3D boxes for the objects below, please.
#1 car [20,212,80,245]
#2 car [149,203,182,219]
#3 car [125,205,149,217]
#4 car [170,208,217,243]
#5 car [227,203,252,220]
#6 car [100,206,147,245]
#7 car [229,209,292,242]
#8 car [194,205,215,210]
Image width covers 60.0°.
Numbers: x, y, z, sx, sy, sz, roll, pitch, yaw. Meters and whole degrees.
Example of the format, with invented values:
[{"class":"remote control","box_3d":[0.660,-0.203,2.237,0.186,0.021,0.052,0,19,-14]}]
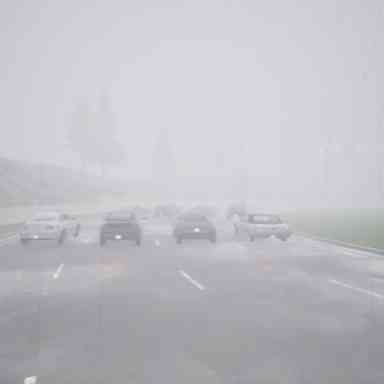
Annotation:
[{"class":"car","box_3d":[-6.927,1.697,16.529,1.812,1.442,4.674,0,0,-6]},{"class":"car","box_3d":[-2.276,1.867,33.515,1.837,1.490,4.892,0,0,16]},{"class":"car","box_3d":[-5.819,1.962,34.004,1.895,1.301,4.718,0,-1,15]},{"class":"car","box_3d":[0.058,1.754,17.394,1.994,1.385,4.181,0,-1,-5]},{"class":"car","box_3d":[4.573,1.860,32.031,1.837,1.490,4.892,0,0,16]},{"class":"car","box_3d":[-3.402,1.685,16.709,1.837,1.490,4.892,0,0,-6]},{"class":"car","box_3d":[3.522,1.797,17.612,1.895,1.301,4.718,0,-1,-6]},{"class":"car","box_3d":[1.134,1.920,32.728,1.994,1.385,4.181,0,-1,16]}]
